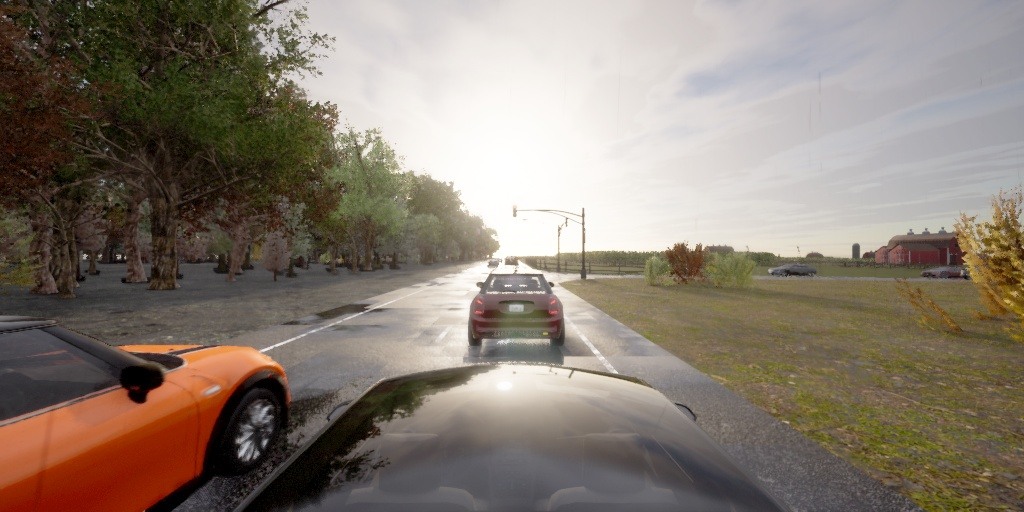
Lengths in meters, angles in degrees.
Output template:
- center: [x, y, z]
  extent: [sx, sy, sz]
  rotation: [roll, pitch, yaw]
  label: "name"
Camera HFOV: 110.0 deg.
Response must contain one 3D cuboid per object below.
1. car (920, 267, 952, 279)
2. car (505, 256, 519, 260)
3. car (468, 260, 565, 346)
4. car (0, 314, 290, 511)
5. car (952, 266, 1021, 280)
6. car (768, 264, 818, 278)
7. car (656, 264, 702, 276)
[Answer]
- center: [49.130, 1.908, 40.658]
  extent: [4.181, 1.385, 1.994]
  rotation: [1, -1, 1]
  label: "car"
- center: [-0.021, 0.976, 58.608]
  extent: [2.150, 2.045, 5.566]
  rotation: [0, 0, 1]
  label: "car"
- center: [0.095, 1.104, 9.570]
  extent: [2.097, 1.767, 4.553]
  rotation: [0, 0, 0]
  label: "car"
- center: [-3.397, 1.102, 1.925]
  extent: [2.097, 1.767, 4.553]
  rotation: [0, 0, 0]
  label: "car"
- center: [49.622, 1.780, 37.111]
  extent: [4.902, 1.511, 2.128]
  rotation: [1, -1, 0]
  label: "car"
- center: [31.872, 1.647, 40.784]
  extent: [4.902, 1.511, 2.128]
  rotation: [1, -1, 0]
  label: "car"
- center: [18.700, 1.558, 40.835]
  extent: [5.357, 1.411, 2.033]
  rotation: [1, -1, 0]
  label: "car"
